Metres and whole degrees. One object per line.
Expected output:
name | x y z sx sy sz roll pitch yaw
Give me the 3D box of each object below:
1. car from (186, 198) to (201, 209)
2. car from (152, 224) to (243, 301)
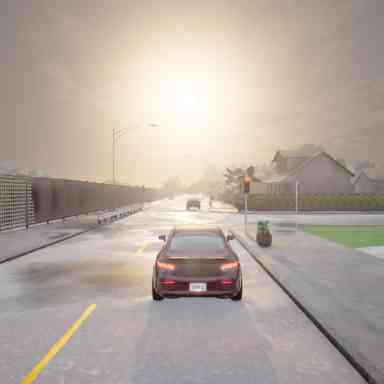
car | 0.192 1.505 44.109 1.837 1.490 4.892 0 0 0
car | 0.110 1.526 8.217 1.812 1.442 4.674 0 0 0
